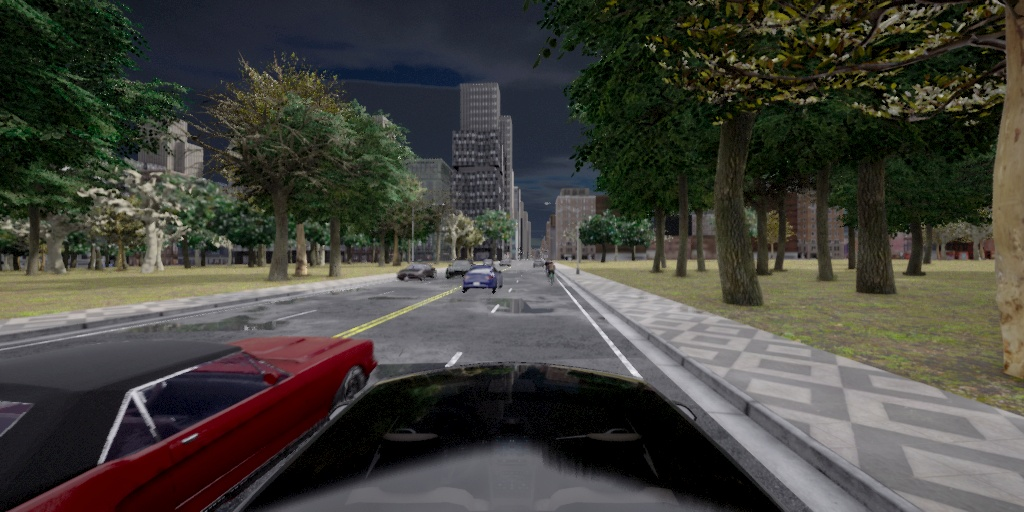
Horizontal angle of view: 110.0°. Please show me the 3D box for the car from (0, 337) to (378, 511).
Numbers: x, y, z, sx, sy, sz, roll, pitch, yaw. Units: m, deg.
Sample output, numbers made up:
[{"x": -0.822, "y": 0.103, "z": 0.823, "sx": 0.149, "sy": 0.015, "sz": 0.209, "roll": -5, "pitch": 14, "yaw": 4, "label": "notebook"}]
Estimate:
[{"x": -2.929, "y": 1.350, "z": 2.886, "sx": 1.895, "sy": 1.301, "sz": 4.718, "roll": 0, "pitch": 0, "yaw": 4, "label": "car"}]

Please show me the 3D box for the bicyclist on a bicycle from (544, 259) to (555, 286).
[{"x": 2.684, "y": 1.206, "z": 24.403, "sx": 0.582, "sy": 1.620, "sz": 1.656, "roll": 0, "pitch": 0, "yaw": 4, "label": "bicyclist on a bicycle"}]

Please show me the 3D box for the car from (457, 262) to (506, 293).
[{"x": -1.637, "y": 1.276, "z": 20.711, "sx": 1.812, "sy": 1.442, "sz": 4.674, "roll": 0, "pitch": 0, "yaw": 4, "label": "car"}]

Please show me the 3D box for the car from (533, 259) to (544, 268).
[{"x": 4.710, "y": 1.317, "z": 63.344, "sx": 2.128, "sy": 1.511, "sz": 4.902, "roll": 0, "pitch": 0, "yaw": 4, "label": "car"}]

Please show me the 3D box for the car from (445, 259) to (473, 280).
[{"x": -4.339, "y": 1.110, "z": 31.177, "sx": 2.097, "sy": 1.767, "sz": 4.553, "roll": 0, "pitch": 0, "yaw": 4, "label": "car"}]

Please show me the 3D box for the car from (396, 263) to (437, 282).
[{"x": -7.710, "y": 1.303, "z": 29.587, "sx": 2.033, "sy": 1.411, "sz": 5.357, "roll": 0, "pitch": 0, "yaw": 4, "label": "car"}]
